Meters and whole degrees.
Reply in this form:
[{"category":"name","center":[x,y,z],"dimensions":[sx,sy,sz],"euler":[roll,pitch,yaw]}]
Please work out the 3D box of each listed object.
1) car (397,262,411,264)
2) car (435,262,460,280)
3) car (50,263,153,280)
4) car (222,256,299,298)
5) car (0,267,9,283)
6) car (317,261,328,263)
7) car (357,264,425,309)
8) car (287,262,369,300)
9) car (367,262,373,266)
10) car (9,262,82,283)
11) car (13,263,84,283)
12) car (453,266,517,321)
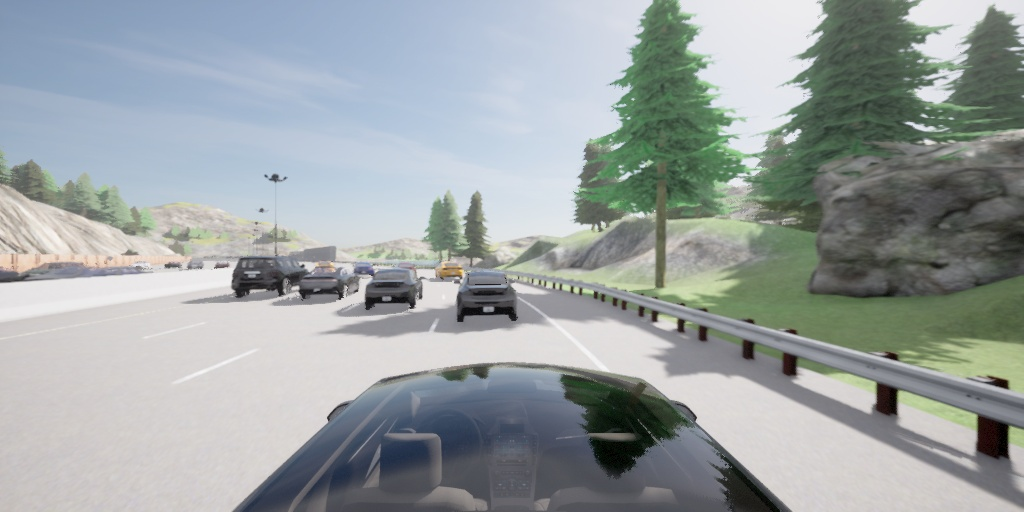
[{"category":"car","center":[-9.992,1.305,33.241],"dimensions":[1.812,1.442,4.674],"euler":[0,0,-22]},{"category":"car","center":[-5.592,1.238,31.599],"dimensions":[1.882,1.535,5.008],"euler":[0,0,-19]},{"category":"car","center":[-24.607,1.395,22.166],"dimensions":[2.033,1.411,5.357],"euler":[0,0,-18]},{"category":"car","center":[-12.756,1.019,19.349],"dimensions":[2.150,2.045,5.566],"euler":[0,0,-13]},{"category":"car","center":[-37.175,1.464,25.333],"dimensions":[1.994,1.385,4.181],"euler":[0,0,-25]},{"category":"car","center":[-19.668,1.297,37.597],"dimensions":[1.882,1.535,5.008],"euler":[0,0,-27]},{"category":"car","center":[-4.839,1.270,15.124],"dimensions":[1.837,1.490,4.892],"euler":[0,0,-9]},{"category":"car","center":[-8.927,1.273,17.926],"dimensions":[2.128,1.511,4.902],"euler":[0,0,-11]},{"category":"car","center":[-14.657,1.324,35.232],"dimensions":[1.812,1.442,4.674],"euler":[0,0,-25]},{"category":"car","center":[-34.039,1.238,26.882],"dimensions":[2.097,1.767,4.553],"euler":[0,0,-26]},{"category":"car","center":[-28.834,1.412,23.700],"dimensions":[2.033,1.411,5.357],"euler":[0,0,-21]},{"category":"car","center":[-0.946,1.254,12.494],"dimensions":[1.837,1.490,4.892],"euler":[0,0,-7]}]
